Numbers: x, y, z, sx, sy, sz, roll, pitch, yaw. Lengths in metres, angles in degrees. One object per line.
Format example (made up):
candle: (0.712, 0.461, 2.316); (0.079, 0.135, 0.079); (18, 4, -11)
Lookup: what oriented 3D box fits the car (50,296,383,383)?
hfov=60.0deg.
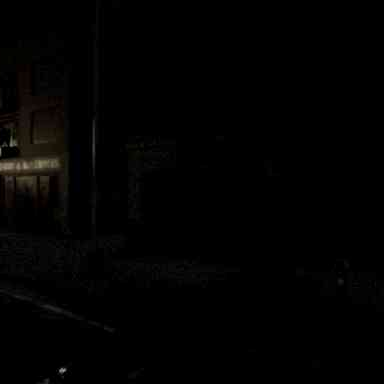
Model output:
car: (0.727, 1.564, 2.549); (4.313, 1.339, 1.947); (0, 1, 35)
